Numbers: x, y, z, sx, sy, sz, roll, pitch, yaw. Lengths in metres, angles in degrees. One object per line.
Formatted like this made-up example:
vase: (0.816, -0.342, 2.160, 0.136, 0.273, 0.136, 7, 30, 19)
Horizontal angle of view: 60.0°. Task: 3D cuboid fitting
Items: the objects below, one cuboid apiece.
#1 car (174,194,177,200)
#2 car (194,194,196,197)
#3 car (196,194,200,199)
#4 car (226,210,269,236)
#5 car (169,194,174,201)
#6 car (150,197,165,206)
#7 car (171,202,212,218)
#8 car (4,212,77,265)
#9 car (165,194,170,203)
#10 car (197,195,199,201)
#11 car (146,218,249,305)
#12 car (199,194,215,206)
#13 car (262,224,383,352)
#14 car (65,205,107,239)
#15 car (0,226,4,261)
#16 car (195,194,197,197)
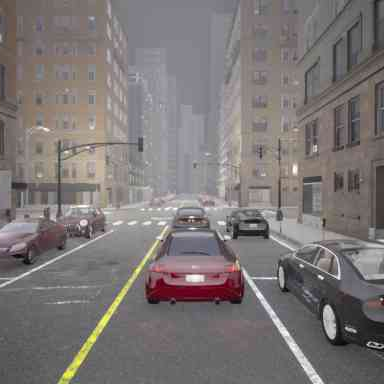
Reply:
car: (-6.025, 1.457, 92.081, 2.192, 1.841, 5.009, 0, 0, 0)
car: (2.499, 1.457, 92.114, 2.192, 1.841, 5.009, 0, 0, 0)
car: (2.552, 1.524, 75.886, 1.967, 1.590, 4.097, 0, 0, 0)
car: (2.773, 1.567, 17.160, 1.947, 1.339, 4.313, 0, 0, 0)
car: (-5.989, 1.626, 81.093, 1.752, 1.417, 4.829, 0, 0, 0)
car: (-5.903, 1.618, 54.221, 1.802, 1.307, 4.206, 0, 0, 0)
car: (-0.046, 1.506, 17.069, 1.837, 1.490, 4.892, 0, 0, 0)
car: (-5.725, 1.582, 11.617, 1.802, 1.307, 4.206, 0, 0, 0)
car: (-5.937, 1.607, 65.038, 2.008, 1.369, 4.403, 0, 0, 0)
car: (2.588, 1.607, 65.068, 2.008, 1.369, 4.403, 0, 0, 0)
car: (0.042, 1.564, 8.156, 1.994, 1.385, 4.181, 0, 0, -1)
car: (2.621, 1.476, 54.250, 1.967, 1.590, 4.097, 0, 0, 0)
car: (2.828, 1.551, 6.158, 2.008, 1.369, 4.403, 0, 0, 0)
car: (-5.752, 1.441, 17.118, 1.967, 1.590, 4.097, 0, 0, 0)
car: (-5.697, 1.566, 6.115, 1.947, 1.339, 4.313, 0, 0, 0)
car: (2.517, 1.561, 86.704, 1.967, 1.590, 4.097, 0, 0, 0)
